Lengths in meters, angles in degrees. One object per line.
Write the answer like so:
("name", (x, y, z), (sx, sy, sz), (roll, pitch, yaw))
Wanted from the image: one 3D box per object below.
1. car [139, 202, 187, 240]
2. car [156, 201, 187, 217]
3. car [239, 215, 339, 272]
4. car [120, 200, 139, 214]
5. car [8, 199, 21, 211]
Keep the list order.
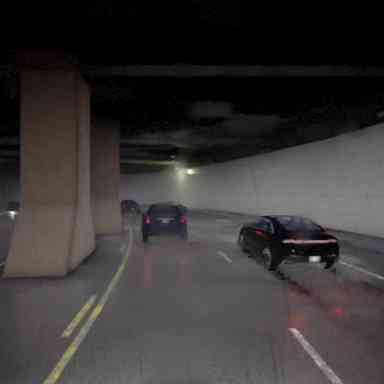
("car", (-1.541, 1.354, 17.131), (2.097, 1.767, 4.553), (0, 0, -9))
("car", (-2.097, 1.604, 32.857), (1.895, 1.301, 4.718), (0, 0, -19))
("car", (2.880, 1.491, 10.907), (2.128, 1.511, 4.902), (0, 0, -6))
("car", (-6.771, 1.530, 35.158), (1.812, 1.442, 4.674), (0, 0, -22))
("car", (-21.027, 1.574, 40.219), (1.994, 1.385, 4.181), (0, 0, -31))
